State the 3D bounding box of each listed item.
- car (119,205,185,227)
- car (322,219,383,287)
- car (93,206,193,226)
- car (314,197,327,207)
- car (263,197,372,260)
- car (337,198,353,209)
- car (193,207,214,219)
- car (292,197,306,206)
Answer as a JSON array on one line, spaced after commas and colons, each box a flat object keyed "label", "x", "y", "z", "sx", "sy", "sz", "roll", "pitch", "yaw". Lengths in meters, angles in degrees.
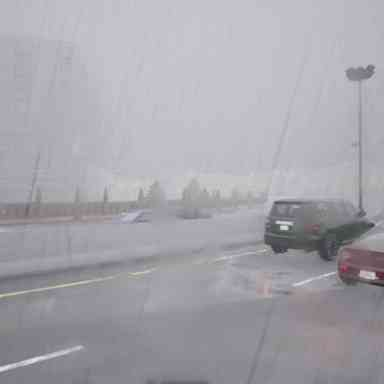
[{"label": "car", "x": -2.875, "y": 1.697, "z": 24.679, "sx": 4.718, "sy": 1.301, "sz": 1.895, "roll": 0, "pitch": 0, "yaw": -44}, {"label": "car", "x": 5.374, "y": 1.547, "z": 8.366, "sx": 4.674, "sy": 1.442, "sz": 1.812, "roll": 0, "pitch": 0, "yaw": -41}, {"label": "car", "x": -2.462, "y": 1.588, "z": 15.694, "sx": 4.674, "sy": 1.442, "sz": 1.812, "roll": 0, "pitch": 0, "yaw": -41}, {"label": "car", "x": 21.716, "y": 1.641, "z": 56.195, "sx": 1.882, "sy": 1.535, "sz": 5.008, "roll": 0, "pitch": 0, "yaw": 21}, {"label": "car", "x": 4.997, "y": 1.259, "z": 12.654, "sx": 5.566, "sy": 2.045, "sz": 2.150, "roll": 0, "pitch": 0, "yaw": -42}, {"label": "car", "x": 22.797, "y": 1.685, "z": 49.485, "sx": 2.033, "sy": 1.411, "sz": 5.357, "roll": 0, "pitch": 0, "yaw": 25}, {"label": "car", "x": -0.902, "y": 1.629, "z": 21.724, "sx": 5.357, "sy": 1.411, "sz": 2.033, "roll": 0, "pitch": 0, "yaw": -44}, {"label": "car", "x": 19.149, "y": 1.673, "z": 59.389, "sx": 2.128, "sy": 1.511, "sz": 4.902, "roll": 0, "pitch": 0, "yaw": 20}]
